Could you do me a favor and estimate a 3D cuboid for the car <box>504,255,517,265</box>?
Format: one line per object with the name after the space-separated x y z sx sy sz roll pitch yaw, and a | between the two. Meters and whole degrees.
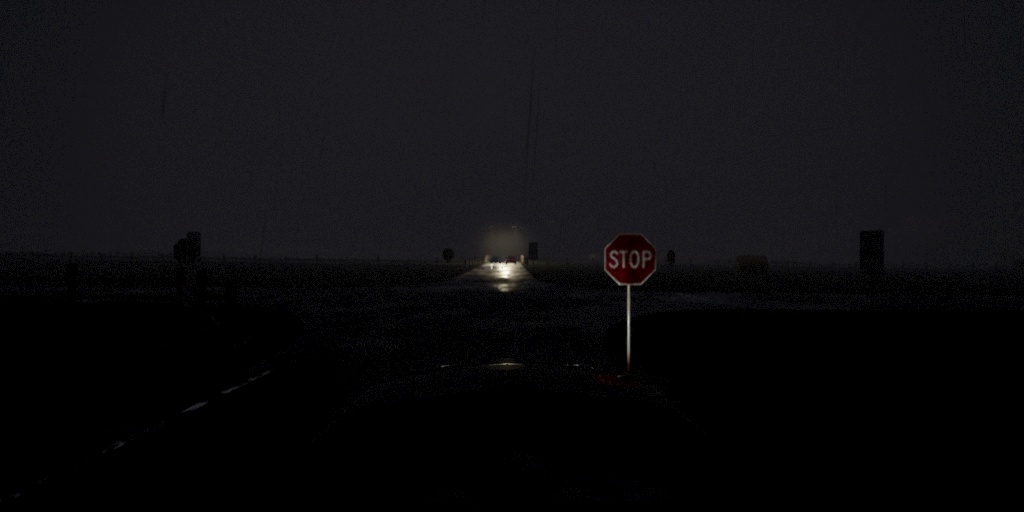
-0.190 0.725 61.691 1.837 1.490 4.892 0 1 0 | car
